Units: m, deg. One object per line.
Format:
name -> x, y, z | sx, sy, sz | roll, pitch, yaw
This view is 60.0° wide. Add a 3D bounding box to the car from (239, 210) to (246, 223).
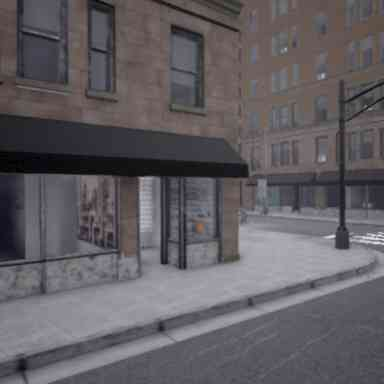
car -> 1.785, 1.390, 23.646 | 1.812, 1.442, 4.674 | -1, 1, -36
